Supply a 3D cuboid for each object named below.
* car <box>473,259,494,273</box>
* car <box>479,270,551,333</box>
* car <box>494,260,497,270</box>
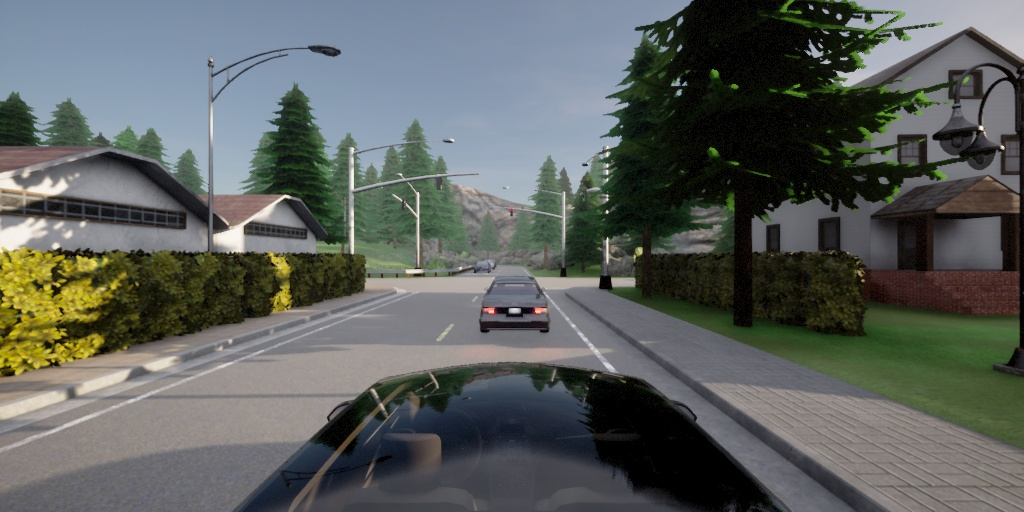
[{"bbox_3d":[-3.557,1.313,43.671,1.812,1.442,4.674,0,0,0],"label":"car"},{"bbox_3d":[0.079,1.305,10.752,2.033,1.411,5.357,0,0,0],"label":"car"},{"bbox_3d":[-3.549,1.321,53.688,1.812,1.442,4.674,0,0,0],"label":"car"}]
